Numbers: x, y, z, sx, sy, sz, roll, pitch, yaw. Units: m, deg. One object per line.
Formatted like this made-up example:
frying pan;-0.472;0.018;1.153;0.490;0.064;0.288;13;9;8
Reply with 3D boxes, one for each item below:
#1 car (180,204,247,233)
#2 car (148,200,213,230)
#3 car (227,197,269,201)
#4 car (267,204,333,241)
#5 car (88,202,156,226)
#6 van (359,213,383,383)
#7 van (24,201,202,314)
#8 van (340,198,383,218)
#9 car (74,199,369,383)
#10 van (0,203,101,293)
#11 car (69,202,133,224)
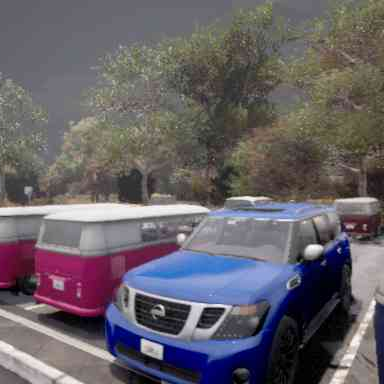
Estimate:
car;1.525;1.620;21.496;2.163;1.488;4.792;-1;0;35
car;-0.704;1.486;23.156;2.185;1.767;4.553;-1;0;35
car;3.818;1.319;19.935;2.435;2.045;5.566;-1;0;35
car;6.172;1.547;18.452;1.946;1.575;5.366;-1;0;35
car;-5.350;1.649;26.197;1.946;1.575;5.366;-1;0;35
van;3.549;1.278;4.180;1.878;1.987;4.442;-1;0;35
van;-1.017;1.319;7.430;1.878;1.987;4.442;-1;0;35
van;8.391;1.303;16.788;1.878;1.987;4.442;-1;0;35
car;1.183;1.273;5.686;2.435;2.045;5.566;-1;0;35
van;-3.301;1.340;9.055;1.878;1.987;4.442;-1;0;35
car;-7.502;1.674;27.963;2.231;1.521;4.892;-1;0;35
